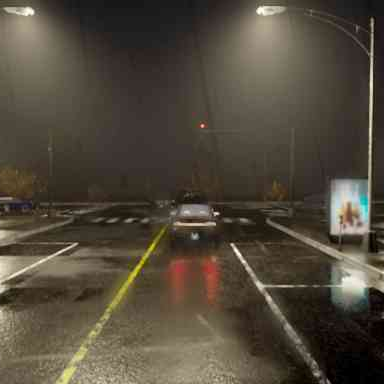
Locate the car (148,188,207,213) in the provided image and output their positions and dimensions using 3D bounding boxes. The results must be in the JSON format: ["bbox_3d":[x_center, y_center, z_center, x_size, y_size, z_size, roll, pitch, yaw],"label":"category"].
[{"bbox_3d":[-0.821,0.695,28.253,2.150,2.045,5.566,-1,1,35],"label":"car"}]

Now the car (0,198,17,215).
[{"bbox_3d":[-17.494,1.162,27.178,4.902,1.511,2.128,0,2,2],"label":"car"}]

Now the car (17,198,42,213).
[{"bbox_3d":[-16.335,1.164,30.407,4.718,1.301,1.895,0,2,1],"label":"car"}]

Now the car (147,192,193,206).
[{"bbox_3d":[-2.383,0.758,36.952,4.902,1.511,2.128,0,2,1],"label":"car"}]

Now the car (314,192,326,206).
[{"bbox_3d":[15.242,0.606,33.509,4.553,1.767,2.097,0,2,1],"label":"car"}]

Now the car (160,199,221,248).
[{"bbox_3d":[0.110,1.243,13.409,2.128,1.511,4.902,0,1,1],"label":"car"}]

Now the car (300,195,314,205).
[{"bbox_3d":[14.787,0.704,36.771,5.357,1.411,2.033,0,2,1],"label":"car"}]
